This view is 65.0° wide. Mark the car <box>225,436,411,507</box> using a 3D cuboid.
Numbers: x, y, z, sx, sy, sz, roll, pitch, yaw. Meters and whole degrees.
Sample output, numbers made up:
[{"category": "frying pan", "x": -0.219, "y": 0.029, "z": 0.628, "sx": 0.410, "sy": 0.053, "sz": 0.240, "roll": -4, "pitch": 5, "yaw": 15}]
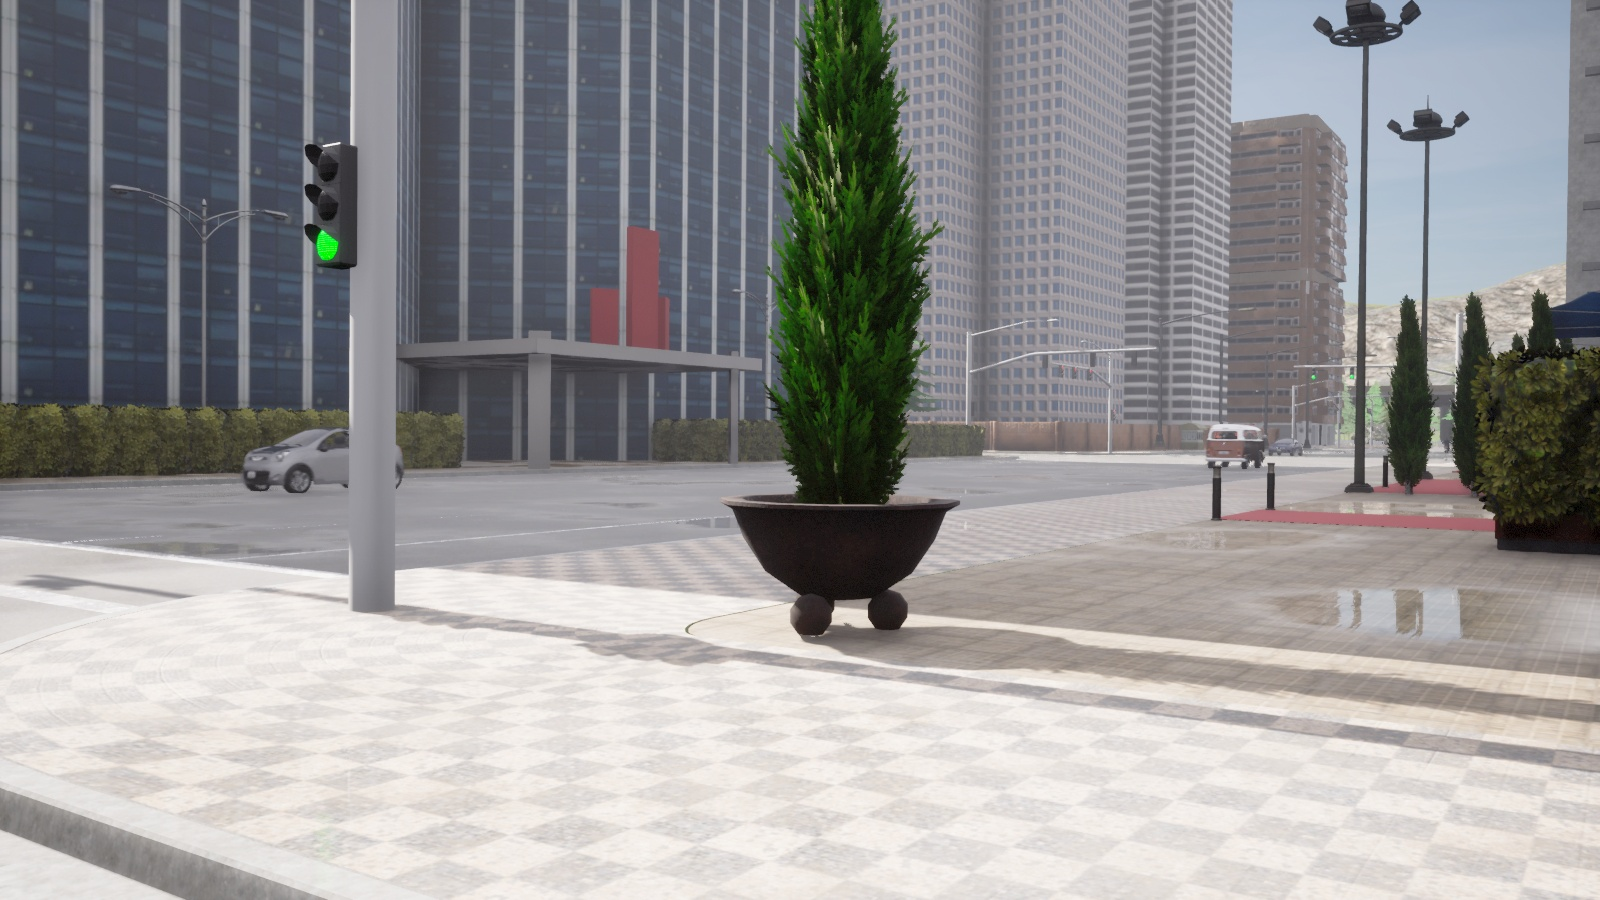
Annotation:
[{"category": "car", "x": -11.149, "y": 0.447, "z": 29.245, "sx": 1.845, "sy": 1.501, "sz": 3.633, "roll": 0, "pitch": 1, "yaw": 33}]

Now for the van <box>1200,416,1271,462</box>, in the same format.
[{"category": "van", "x": 20.250, "y": -0.525, "z": 58.301, "sx": 2.069, "sy": 2.038, "sz": 4.480, "roll": 0, "pitch": 1, "yaw": 33}]
